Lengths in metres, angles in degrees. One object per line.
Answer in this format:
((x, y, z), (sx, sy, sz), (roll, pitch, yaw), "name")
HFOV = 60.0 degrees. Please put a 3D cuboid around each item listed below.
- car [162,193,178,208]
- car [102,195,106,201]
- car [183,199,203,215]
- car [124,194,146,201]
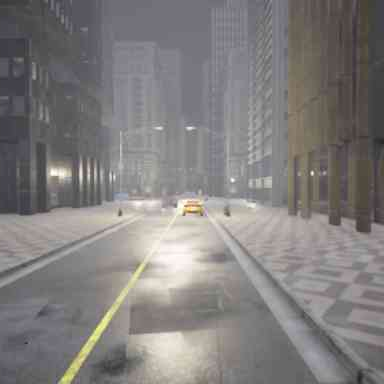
((-3.099, 1.380, 47.139), (2.097, 1.767, 4.553), (0, 0, 0), "car")
((-25.429, 1.670, 88.266), (4.507, 1.381, 1.887), (0, 1, 0), "car")
((0.080, 1.491, 33.544), (1.882, 1.535, 5.008), (0, 0, 0), "car")
((-14.678, 1.685, 88.305), (4.829, 1.417, 1.752), (0, 1, 0), "car")
